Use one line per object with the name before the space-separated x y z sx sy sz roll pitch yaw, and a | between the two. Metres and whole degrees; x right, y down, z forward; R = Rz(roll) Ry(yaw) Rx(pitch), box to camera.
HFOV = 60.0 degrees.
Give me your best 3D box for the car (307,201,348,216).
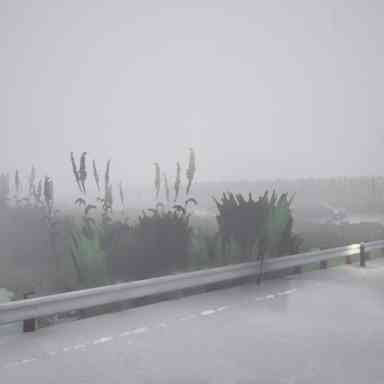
car | 10.968 1.568 28.812 2.097 1.767 4.553 -1 1 -43
